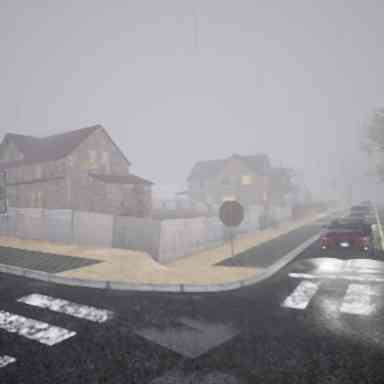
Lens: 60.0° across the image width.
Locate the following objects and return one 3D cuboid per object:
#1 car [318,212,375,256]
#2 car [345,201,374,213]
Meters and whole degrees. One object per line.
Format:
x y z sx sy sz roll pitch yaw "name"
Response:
6.680 1.806 14.285 1.994 1.385 4.181 -4 -2 28 "car"
14.574 1.897 28.891 1.837 1.490 4.892 -4 -2 28 "car"
